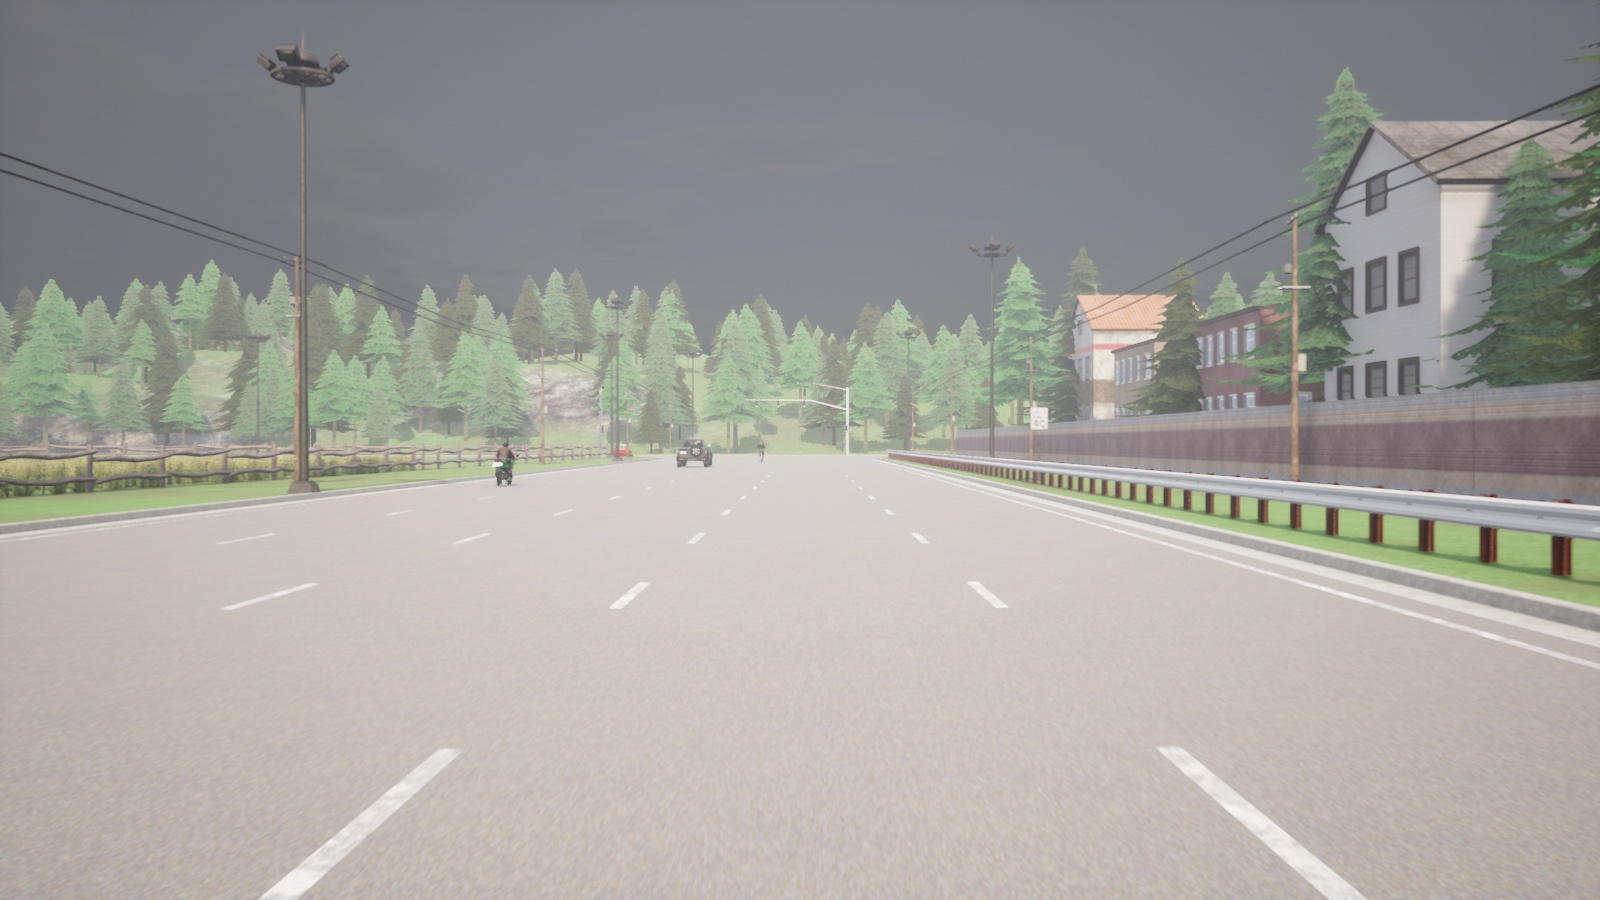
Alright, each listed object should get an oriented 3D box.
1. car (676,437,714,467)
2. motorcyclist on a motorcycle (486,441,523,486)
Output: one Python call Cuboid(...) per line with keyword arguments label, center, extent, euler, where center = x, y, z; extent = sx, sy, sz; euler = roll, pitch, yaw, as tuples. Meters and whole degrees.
Cuboid(label="car", center=(-6.537, 0.116, 78.462), extent=(1.932, 1.855, 4.605), euler=(0, 0, 0))
Cuboid(label="motorcyclist on a motorcycle", center=(-10.236, 0.474, 43.570), extent=(0.797, 1.523, 2.044), euler=(0, 0, 0))
